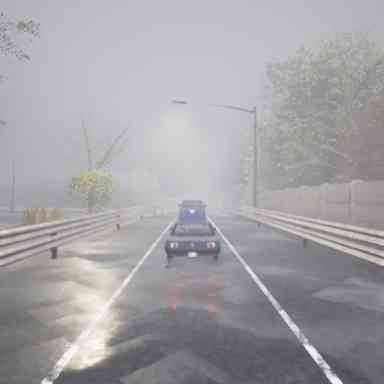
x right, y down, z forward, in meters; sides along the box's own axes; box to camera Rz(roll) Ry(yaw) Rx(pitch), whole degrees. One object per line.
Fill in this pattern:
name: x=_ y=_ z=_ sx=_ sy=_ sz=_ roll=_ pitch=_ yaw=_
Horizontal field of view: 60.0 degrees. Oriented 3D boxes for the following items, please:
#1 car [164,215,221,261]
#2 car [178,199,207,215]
car: x=0.040 y=1.787 z=13.080 sx=1.895 sy=1.301 sz=4.718 roll=0 pitch=-1 yaw=1
car: x=0.040 y=1.617 z=27.470 sx=2.150 sy=2.045 sz=5.566 roll=0 pitch=-1 yaw=1
